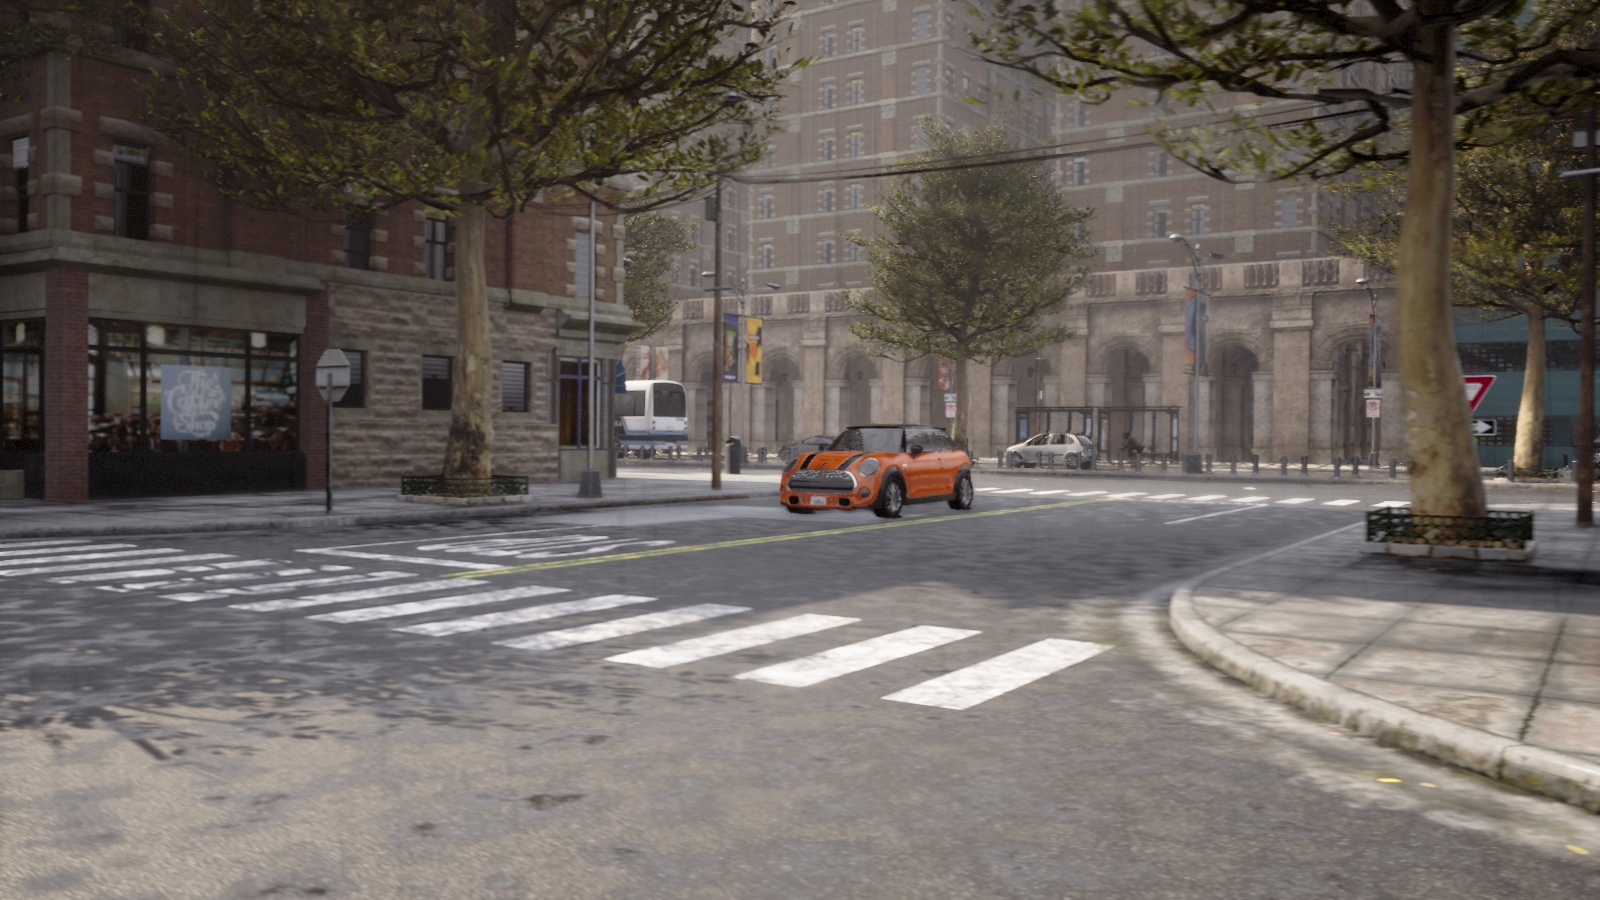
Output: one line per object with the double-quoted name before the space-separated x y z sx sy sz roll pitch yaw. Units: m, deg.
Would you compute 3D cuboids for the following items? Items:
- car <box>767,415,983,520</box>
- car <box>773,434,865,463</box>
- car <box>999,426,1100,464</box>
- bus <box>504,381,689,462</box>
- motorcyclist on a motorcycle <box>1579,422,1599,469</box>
"car" 1.527 0.256 23.472 2.097 1.767 4.553 0 1 32
"car" 0.933 -0.065 62.438 4.181 1.385 1.994 0 1 34
"car" 11.042 -0.231 55.709 3.988 1.617 1.851 0 1 34
"bus" -11.525 -1.504 70.698 10.273 4.253 3.944 0 1 34
"motorcyclist on a motorcycle" 28.670 -0.179 43.981 2.350 1.649 0.766 0 1 34
